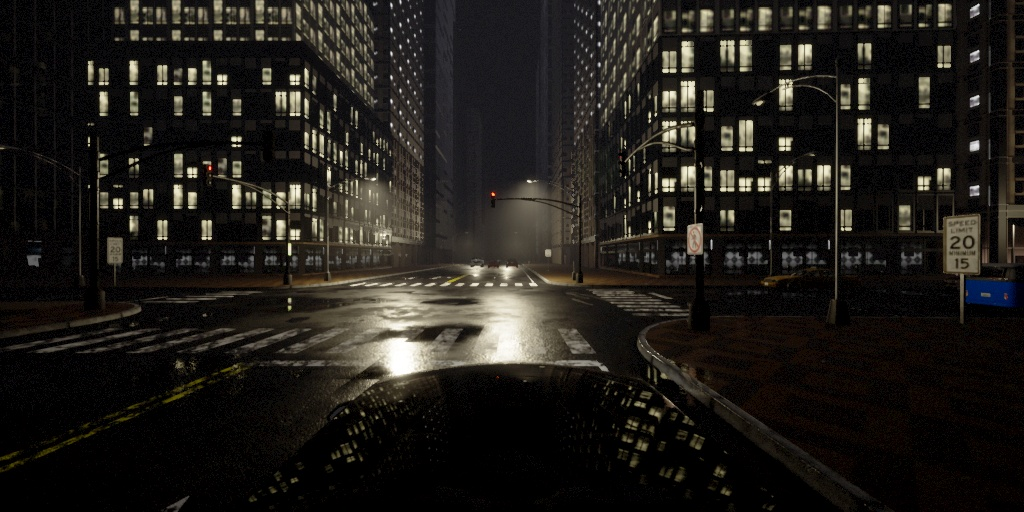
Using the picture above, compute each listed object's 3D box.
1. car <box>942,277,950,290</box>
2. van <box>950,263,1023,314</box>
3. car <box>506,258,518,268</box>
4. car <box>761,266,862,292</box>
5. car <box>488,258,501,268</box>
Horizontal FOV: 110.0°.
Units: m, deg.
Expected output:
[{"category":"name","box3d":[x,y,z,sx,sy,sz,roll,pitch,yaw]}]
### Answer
[{"category":"car","box3d":[26.925,1.356,20.117,4.207,1.307,1.802,0,0,2]},{"category":"van","box3d":[18.360,1.119,12.431,3.998,1.789,1.690,0,0,2]},{"category":"car","box3d":[0.010,1.212,63.577,2.097,1.767,4.553,0,0,0]},{"category":"car","box3d":[17.091,1.293,20.603,4.829,1.417,1.751,0,0,2]},{"category":"car","box3d":[-3.240,1.460,63.220,1.895,1.301,4.718,0,0,0]}]
